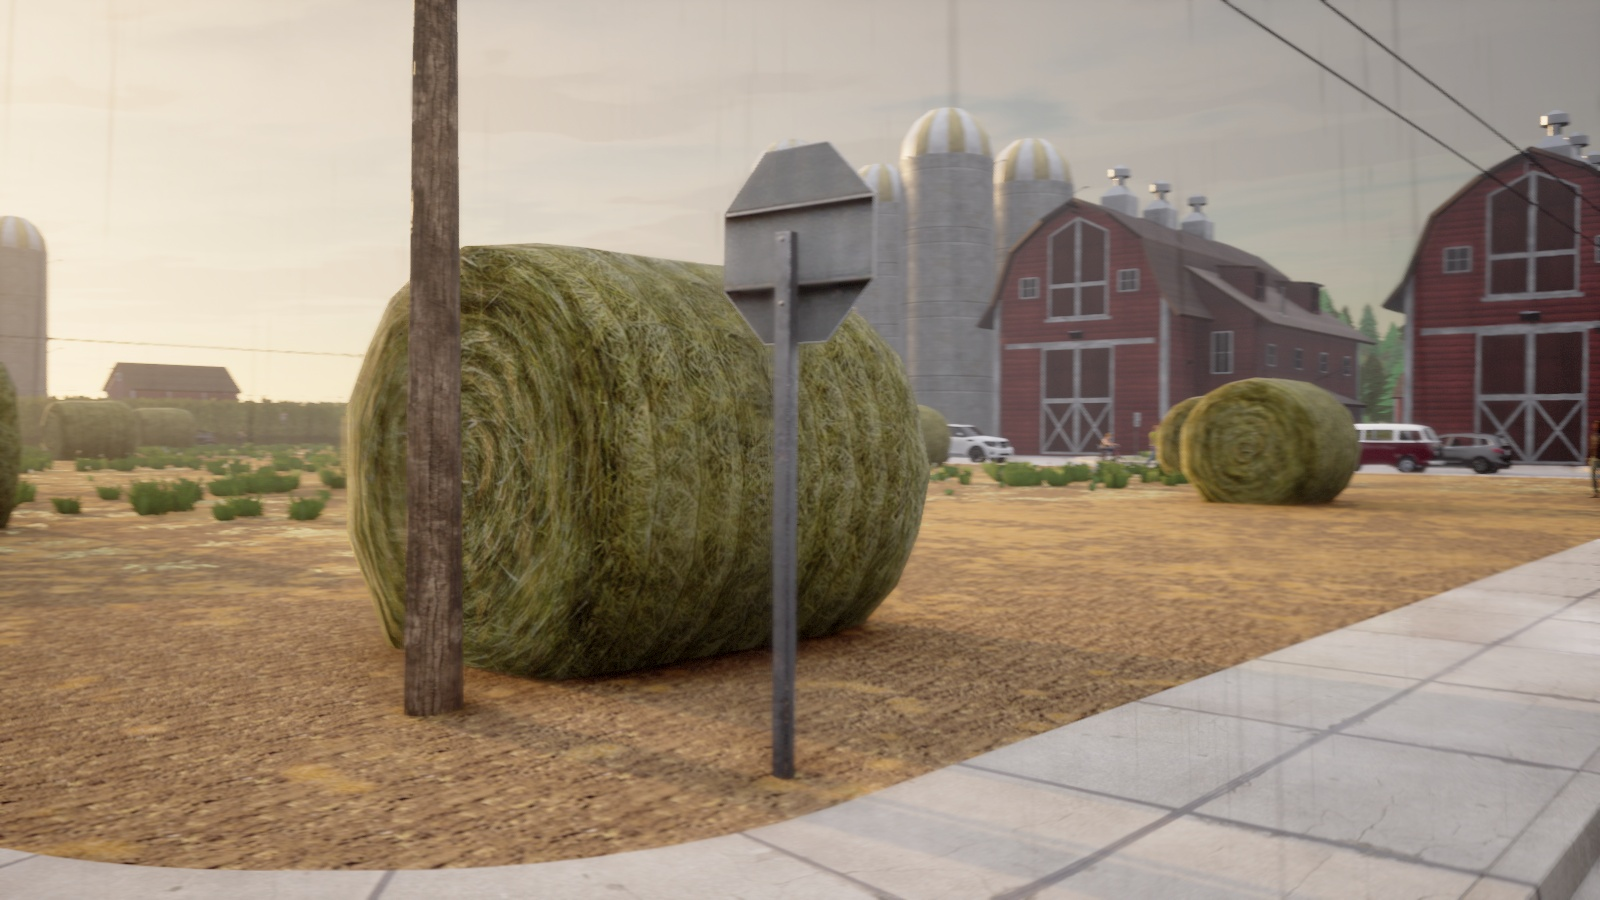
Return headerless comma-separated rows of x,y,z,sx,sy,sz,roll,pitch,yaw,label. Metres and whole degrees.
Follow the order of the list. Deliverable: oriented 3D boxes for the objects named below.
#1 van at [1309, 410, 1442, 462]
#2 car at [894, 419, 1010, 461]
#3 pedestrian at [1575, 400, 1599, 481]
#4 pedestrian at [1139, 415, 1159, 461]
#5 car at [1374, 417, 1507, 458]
23.324,-0.555,50.970,4.480,2.038,2.069,0,1,39,van
7.691,-0.503,63.811,5.566,2.045,2.150,0,2,39,car
18.207,-0.228,28.821,0.703,1.840,0.431,-1,1,-33,pedestrian
14.110,-0.480,50.812,0.706,1.836,0.354,0,1,27,pedestrian
26.815,-0.524,52.633,4.611,1.667,2.242,0,1,39,car
